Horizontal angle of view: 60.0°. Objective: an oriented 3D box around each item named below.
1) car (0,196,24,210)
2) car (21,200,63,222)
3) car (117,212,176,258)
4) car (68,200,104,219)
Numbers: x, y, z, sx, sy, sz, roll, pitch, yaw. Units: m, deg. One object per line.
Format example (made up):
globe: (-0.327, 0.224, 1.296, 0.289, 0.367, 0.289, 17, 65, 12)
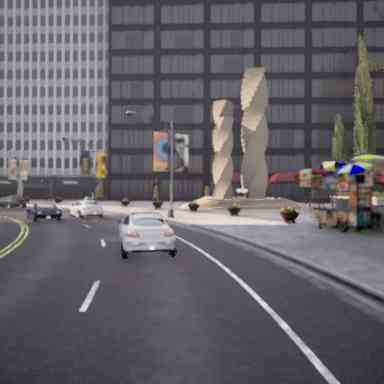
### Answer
car: (-21.471, 1.273, 39.132, 4.892, 1.490, 1.837, 0, 0, 32)
car: (-11.304, 1.464, 25.143, 1.895, 1.301, 4.718, 0, 0, -35)
car: (-1.800, 1.476, 12.565, 1.812, 1.442, 4.674, 0, 0, -14)
car: (-8.779, 1.394, 27.434, 1.812, 1.442, 4.674, 0, 0, -35)
